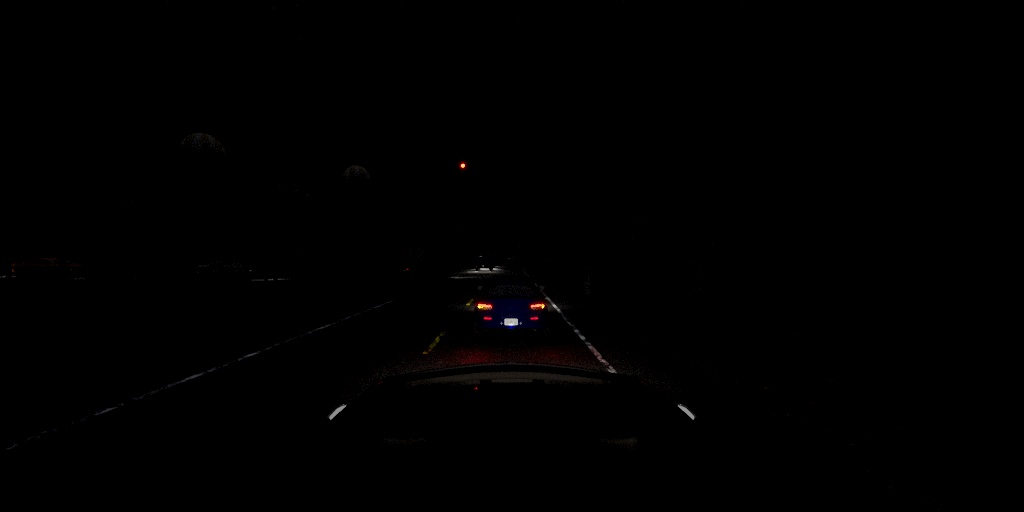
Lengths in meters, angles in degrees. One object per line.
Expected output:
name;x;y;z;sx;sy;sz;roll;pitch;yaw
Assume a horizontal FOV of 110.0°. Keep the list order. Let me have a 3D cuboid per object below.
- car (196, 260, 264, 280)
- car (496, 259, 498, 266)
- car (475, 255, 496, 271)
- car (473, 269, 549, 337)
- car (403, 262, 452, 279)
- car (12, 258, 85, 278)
car;-22.226;1.082;28.399;4.674;1.442;1.812;1;0;-1
car;-3.808;1.299;59.597;1.895;1.301;4.718;0;0;0
car;-3.787;0.934;49.824;2.150;2.045;5.566;0;0;0
car;-0.029;1.274;10.129;1.812;1.442;4.674;0;0;0
car;-7.326;1.235;31.277;4.181;1.385;1.994;0;1;-27
car;-36.029;0.904;28.266;5.008;1.535;1.882;1;0;0
